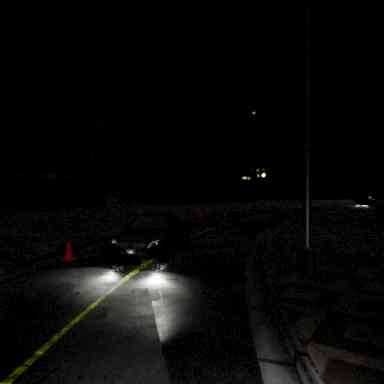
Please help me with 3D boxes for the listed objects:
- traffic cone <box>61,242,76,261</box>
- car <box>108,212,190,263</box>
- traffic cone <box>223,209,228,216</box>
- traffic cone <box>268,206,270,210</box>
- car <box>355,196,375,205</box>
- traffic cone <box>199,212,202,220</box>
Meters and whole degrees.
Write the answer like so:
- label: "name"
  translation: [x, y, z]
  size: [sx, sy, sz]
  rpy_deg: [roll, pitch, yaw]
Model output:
- label: "traffic cone"
  translation: [-4.044, 1.929, 10.900]
  size: [0.340, 0.580, 0.340]
  rpy_deg: [0, 0, 10]
- label: "car"
  translation: [-1.324, 1.496, 12.101]
  size: [1.812, 1.442, 4.674]
  rpy_deg: [0, 0, 12]
- label: "traffic cone"
  translation: [3.076, 1.876, 30.472]
  size: [0.340, 0.580, 0.340]
  rpy_deg: [0, 0, 30]
- label: "traffic cone"
  translation: [9.036, 1.835, 39.055]
  size: [0.340, 0.580, 0.340]
  rpy_deg: [0, 1, 40]
- label: "car"
  translation: [27.291, 1.337, 52.355]
  size: [4.181, 1.385, 1.994]
  rpy_deg: [0, 1, -44]
- label: "traffic cone"
  translation: [0.670, 1.888, 25.827]
  size: [0.340, 0.580, 0.340]
  rpy_deg: [0, 0, 25]
